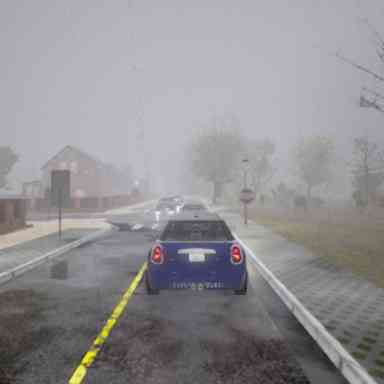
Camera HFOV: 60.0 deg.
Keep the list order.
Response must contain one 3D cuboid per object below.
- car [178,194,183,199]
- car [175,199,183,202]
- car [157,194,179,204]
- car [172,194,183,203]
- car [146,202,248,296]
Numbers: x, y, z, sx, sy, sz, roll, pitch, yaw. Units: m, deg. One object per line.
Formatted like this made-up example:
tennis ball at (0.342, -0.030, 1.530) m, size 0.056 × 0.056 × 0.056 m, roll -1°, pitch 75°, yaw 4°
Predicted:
car at (-2.763, 1.259, 48.978) m, size 1.812 × 1.442 × 4.674 m, roll 0°, pitch 0°, yaw 0°
car at (0.116, 1.411, 22.009) m, size 2.033 × 1.411 × 5.357 m, roll 0°, pitch 0°, yaw 0°
car at (-2.848, 1.308, 37.774) m, size 1.812 × 1.442 × 4.674 m, roll 0°, pitch 0°, yaw 2°
car at (-2.682, 1.189, 62.900) m, size 1.837 × 1.490 × 4.892 m, roll 0°, pitch 0°, yaw 1°
car at (0.101, 1.293, 8.657) m, size 2.097 × 1.767 × 4.553 m, roll 0°, pitch 0°, yaw 0°
